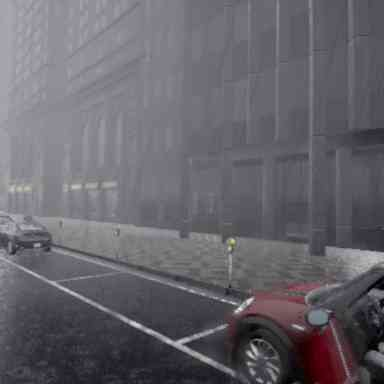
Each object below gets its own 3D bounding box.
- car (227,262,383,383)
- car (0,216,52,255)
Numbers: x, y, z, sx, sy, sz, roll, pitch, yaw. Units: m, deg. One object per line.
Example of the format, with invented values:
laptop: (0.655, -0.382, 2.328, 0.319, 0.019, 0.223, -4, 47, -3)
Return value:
car: (2.554, 1.561, 3.704, 2.097, 1.767, 4.553, 3, -3, -43)
car: (-8.035, 2.064, 15.704, 2.008, 1.369, 4.403, 3, -3, -43)
